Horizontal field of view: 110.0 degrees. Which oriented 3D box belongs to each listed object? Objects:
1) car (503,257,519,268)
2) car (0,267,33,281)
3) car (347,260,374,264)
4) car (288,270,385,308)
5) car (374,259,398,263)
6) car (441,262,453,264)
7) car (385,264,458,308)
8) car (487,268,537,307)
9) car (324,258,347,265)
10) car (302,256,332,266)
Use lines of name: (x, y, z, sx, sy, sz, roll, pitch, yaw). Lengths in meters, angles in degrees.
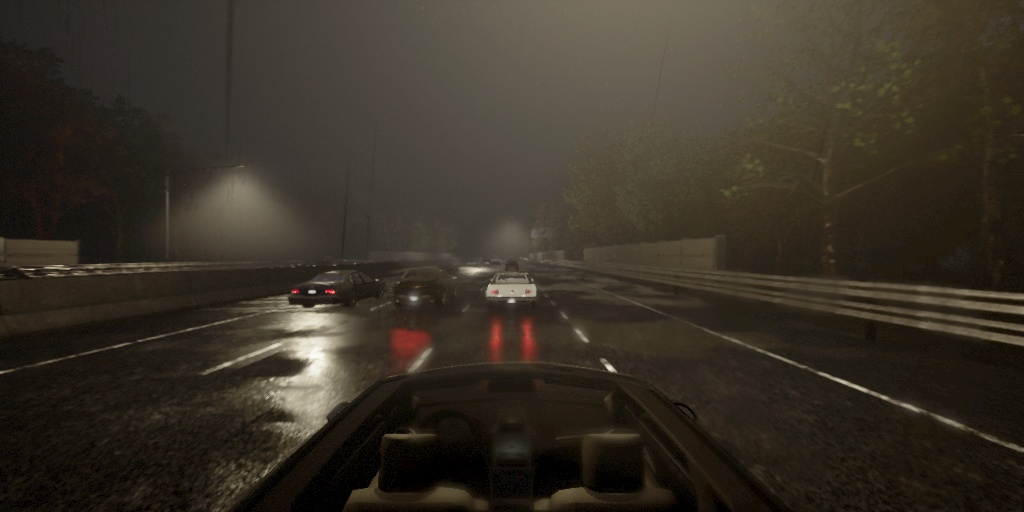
car: (0.002, 1.274, 50.490, 1.837, 1.490, 4.892, 0, 0, 0)
car: (-17.592, 1.107, 10.770, 2.097, 1.767, 4.553, 0, 0, 0)
car: (-21.037, 1.262, 51.326, 2.128, 1.511, 4.902, 0, 0, 1)
car: (-7.000, 1.303, 15.069, 2.033, 1.411, 5.357, 0, 0, 0)
car: (-17.551, 1.248, 51.335, 1.882, 1.535, 5.008, 0, 0, 0)
car: (-7.001, 1.328, 38.314, 1.994, 1.385, 4.181, 0, 0, 0)
car: (-3.504, 1.262, 15.210, 1.837, 1.490, 4.892, 0, 0, 0)
car: (0.002, 1.356, 15.351, 1.895, 1.301, 4.718, 0, 0, 0)
car: (-24.545, 1.335, 51.369, 1.994, 1.385, 4.181, 0, 0, 1)
car: (-27.982, 0.993, 52.059, 2.150, 2.045, 5.566, 0, 0, 1)
